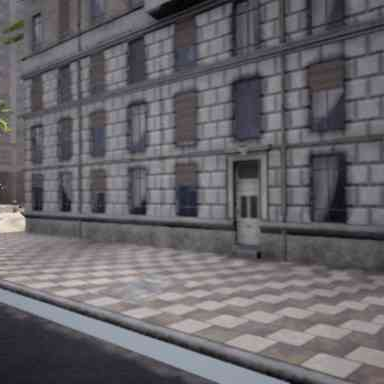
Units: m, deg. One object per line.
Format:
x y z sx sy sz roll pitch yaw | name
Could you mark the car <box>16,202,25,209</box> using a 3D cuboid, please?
-27.784 2.124 57.501 1.837 1.490 4.892 -1 -1 33 | car
